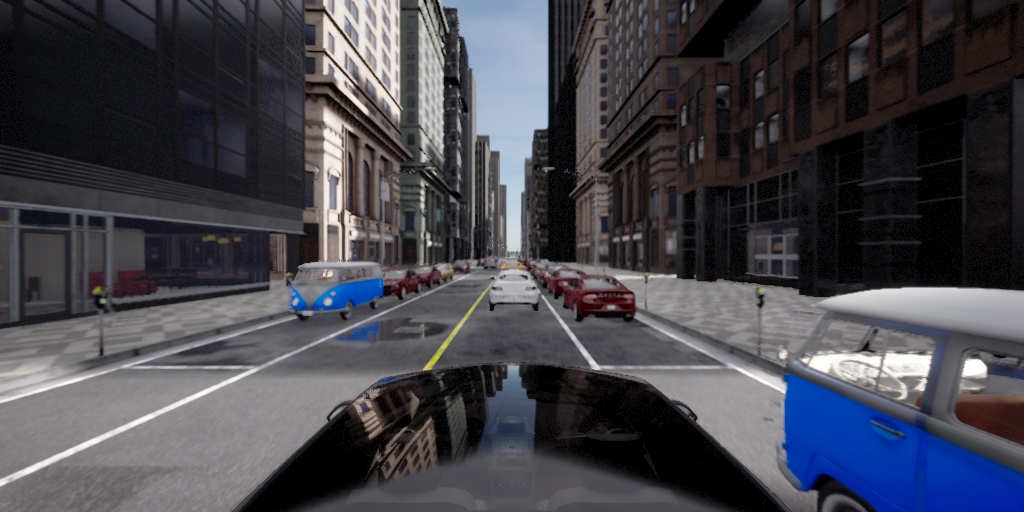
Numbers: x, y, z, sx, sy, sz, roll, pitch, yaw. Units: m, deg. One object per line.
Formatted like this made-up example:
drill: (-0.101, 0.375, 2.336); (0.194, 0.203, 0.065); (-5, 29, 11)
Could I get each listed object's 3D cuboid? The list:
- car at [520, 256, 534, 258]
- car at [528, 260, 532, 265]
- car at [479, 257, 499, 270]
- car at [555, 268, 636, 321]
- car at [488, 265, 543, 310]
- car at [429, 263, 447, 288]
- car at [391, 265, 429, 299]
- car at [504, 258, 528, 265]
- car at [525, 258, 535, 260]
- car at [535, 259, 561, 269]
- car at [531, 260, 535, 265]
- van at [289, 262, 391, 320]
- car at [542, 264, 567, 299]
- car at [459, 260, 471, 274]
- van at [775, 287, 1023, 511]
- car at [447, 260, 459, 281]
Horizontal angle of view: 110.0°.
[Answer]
car: (2.779, 1.040, 57.032); (2.192, 1.841, 5.009); (0, 0, 0)
car: (2.772, 1.316, 34.625); (1.802, 1.307, 4.207); (0, 0, 0)
car: (-3.064, 1.275, 51.045); (2.033, 1.411, 5.357); (0, 0, 0)
car: (2.766, 1.290, 12.217); (1.888, 1.381, 4.507); (0, 0, 0)
car: (0.078, 1.270, 14.565); (1.812, 1.442, 4.674); (0, 0, 0)
car: (-5.756, 1.285, 23.415); (1.888, 1.381, 4.507); (0, 0, 0)
car: (-5.758, 1.288, 17.813); (1.888, 1.381, 4.507); (0, 0, 0)
car: (0.085, 1.214, 30.134); (1.882, 1.535, 5.008); (0, 0, 0)
car: (2.776, 1.274, 45.828); (1.888, 1.381, 4.507); (0, 0, 0)
car: (2.769, 1.179, 23.421); (1.967, 1.591, 4.097); (0, 0, 0)
car: (2.771, 1.262, 29.193); (1.751, 1.417, 4.829); (0, 0, 0)
van: (-5.760, 1.086, 12.211); (1.690, 1.789, 3.998); (0, 0, 0)
car: (2.767, 1.287, 17.819); (1.888, 1.381, 4.507); (0, 0, 0)
car: (-5.752, 1.172, 40.222); (1.967, 1.591, 4.097); (0, 0, 0)
van: (2.763, 1.091, 1.013); (1.690, 1.789, 3.998); (0, 0, 0)
car: (-5.755, 1.263, 28.847); (1.751, 1.417, 4.829); (0, 0, 0)
